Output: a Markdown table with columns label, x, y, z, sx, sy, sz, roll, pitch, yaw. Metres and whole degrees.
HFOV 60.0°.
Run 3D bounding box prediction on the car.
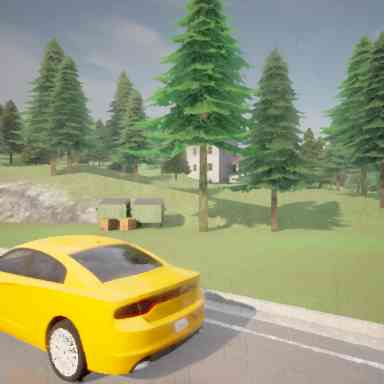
| label | x | y | z | sx | sy | sz | roll | pitch | yaw |
| --- | --- | --- | --- | --- | --- | --- | --- | --- | --- |
| car | -2.141 | 1.478 | 5.521 | 5.008 | 1.535 | 1.882 | 0 | 0 | 36 |
